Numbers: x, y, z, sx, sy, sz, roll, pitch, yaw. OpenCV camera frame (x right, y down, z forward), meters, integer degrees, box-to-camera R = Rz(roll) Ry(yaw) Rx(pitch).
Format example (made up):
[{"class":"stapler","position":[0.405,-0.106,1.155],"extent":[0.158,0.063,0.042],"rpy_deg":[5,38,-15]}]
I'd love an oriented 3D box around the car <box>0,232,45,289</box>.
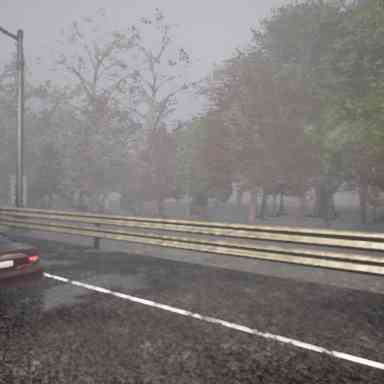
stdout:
[{"class":"car","position":[-5.833,1.471,7.986],"extent":[5.357,1.411,2.033],"rpy_deg":[1,0,32]}]
